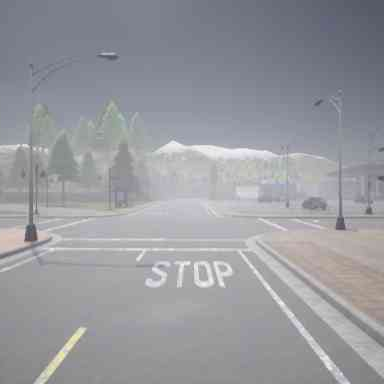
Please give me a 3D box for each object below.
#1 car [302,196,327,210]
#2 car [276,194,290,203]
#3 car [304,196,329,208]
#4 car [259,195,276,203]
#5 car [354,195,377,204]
[{"bbox_3d":[13.956,1.336,38.271,1.845,1.501,3.633,0,0,0],"label":"car"},{"bbox_3d":[17.340,1.297,64.325,2.152,1.636,5.027,0,0,0],"label":"car"},{"bbox_3d":[17.009,1.348,45.662,1.970,1.475,3.806,0,0,0],"label":"car"},{"bbox_3d":[14.203,1.306,64.304,2.007,1.523,4.514,0,0,0],"label":"car"},{"bbox_3d":[29.110,1.286,56.535,1.845,1.501,3.633,0,0,0],"label":"car"}]
